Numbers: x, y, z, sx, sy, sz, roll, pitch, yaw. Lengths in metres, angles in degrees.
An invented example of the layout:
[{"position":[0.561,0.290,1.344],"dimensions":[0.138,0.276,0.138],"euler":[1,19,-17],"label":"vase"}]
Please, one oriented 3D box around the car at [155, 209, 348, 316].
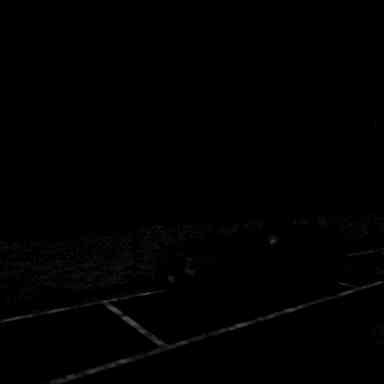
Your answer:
[{"position":[1.648,1.369,7.824],"dimensions":[5.009,1.841,2.192],"euler":[1,0,-36],"label":"car"}]
